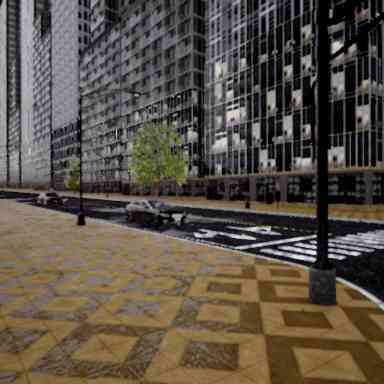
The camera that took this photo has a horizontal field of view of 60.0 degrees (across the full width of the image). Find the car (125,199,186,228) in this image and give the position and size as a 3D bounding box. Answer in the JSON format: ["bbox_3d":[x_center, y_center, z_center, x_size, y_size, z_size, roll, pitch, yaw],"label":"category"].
[{"bbox_3d":[-2.264,1.172,19.802,2.128,1.511,4.902,0,1,-38],"label":"car"}]

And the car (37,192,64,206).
[{"bbox_3d":[-15.852,0.784,37.152,1.837,1.490,4.892,0,1,-38],"label":"car"}]
